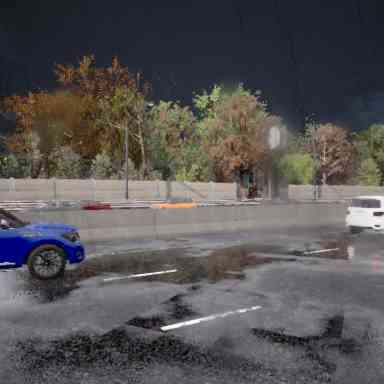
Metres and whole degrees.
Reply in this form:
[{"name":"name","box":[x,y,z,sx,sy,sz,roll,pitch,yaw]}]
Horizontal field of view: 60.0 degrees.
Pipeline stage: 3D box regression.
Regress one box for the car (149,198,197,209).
[{"name":"car","box":[-1.783,1.352,31.132,4.553,1.767,2.097,0,0,-30]}]

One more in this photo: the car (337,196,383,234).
[{"name":"car","box":[10.702,1.222,17.919,5.566,2.045,2.150,0,0,-30]}]

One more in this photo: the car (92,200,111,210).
[{"name":"car","box":[-9.951,1.477,30.428,5.008,1.535,1.882,0,0,-30]}]

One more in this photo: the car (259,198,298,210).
[{"name":"car","box":[11.155,1.506,42.708,4.892,1.490,1.837,0,0,-30]}]

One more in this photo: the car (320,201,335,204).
[{"name":"car","box":[15.650,1.548,33.177,5.357,1.411,2.033,0,0,-30]}]

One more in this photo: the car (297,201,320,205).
[{"name":"car","box":[14.126,1.602,36.339,4.718,1.301,1.895,0,0,-30]}]

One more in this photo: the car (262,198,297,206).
[{"name":"car","box":[10.779,1.548,38.442,5.357,1.411,2.033,0,0,-30]}]

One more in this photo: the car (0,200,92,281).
[{"name":"car","box":[-5.675,1.219,8.391,5.566,2.045,2.150,0,0,-30]}]

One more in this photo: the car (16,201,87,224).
[{"name":"car","box":[-10.881,1.492,25.840,4.902,1.511,2.128,0,0,-30]}]
